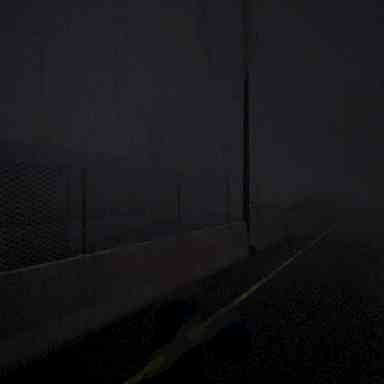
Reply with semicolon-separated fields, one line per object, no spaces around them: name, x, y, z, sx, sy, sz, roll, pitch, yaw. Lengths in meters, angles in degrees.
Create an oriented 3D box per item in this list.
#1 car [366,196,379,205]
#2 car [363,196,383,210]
car;32.651;1.524;60.126;1.812;1.442;4.674;0;0;25
car;23.513;1.351;43.210;2.097;1.767;4.553;0;0;31
